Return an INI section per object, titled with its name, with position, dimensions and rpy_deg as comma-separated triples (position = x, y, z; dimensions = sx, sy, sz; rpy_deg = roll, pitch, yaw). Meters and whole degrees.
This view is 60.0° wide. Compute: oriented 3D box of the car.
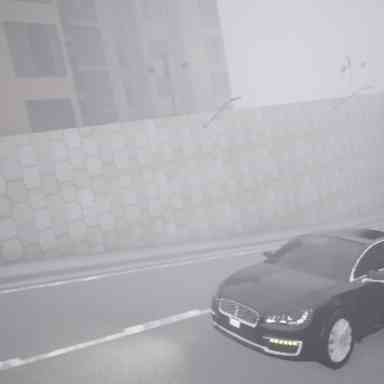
[car]
position = 2.544, 1.448, 5.747
dimensions = 4.892, 1.490, 1.837
rpy_deg = 0, 0, -35
